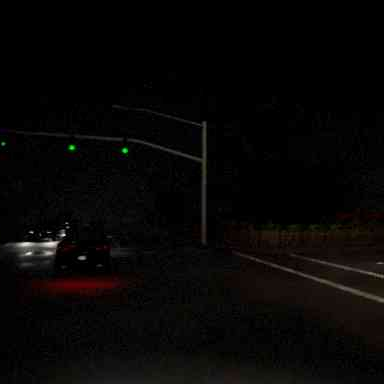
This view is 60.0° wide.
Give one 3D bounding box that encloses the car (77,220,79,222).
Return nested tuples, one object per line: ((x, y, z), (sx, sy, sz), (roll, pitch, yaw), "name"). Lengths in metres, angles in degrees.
((-16.631, 4.199, 45.592), (1.994, 1.385, 4.181), (1, -4, -15), "car")

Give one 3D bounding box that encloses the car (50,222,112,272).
((-4.348, 2.218, 13.629), (1.882, 1.535, 5.008), (1, -4, -15), "car")

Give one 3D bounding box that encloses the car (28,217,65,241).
((-11.589, 2.991, 26.395), (1.837, 1.490, 4.892), (1, -4, -15), "car")

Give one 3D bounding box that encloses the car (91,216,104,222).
((-14.091, 4.375, 49.708), (1.882, 1.535, 5.008), (1, -4, -15), "car")

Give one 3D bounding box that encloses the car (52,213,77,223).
((-14.125, 3.278, 35.963), (2.150, 2.045, 5.566), (1, -4, -15), "car")
